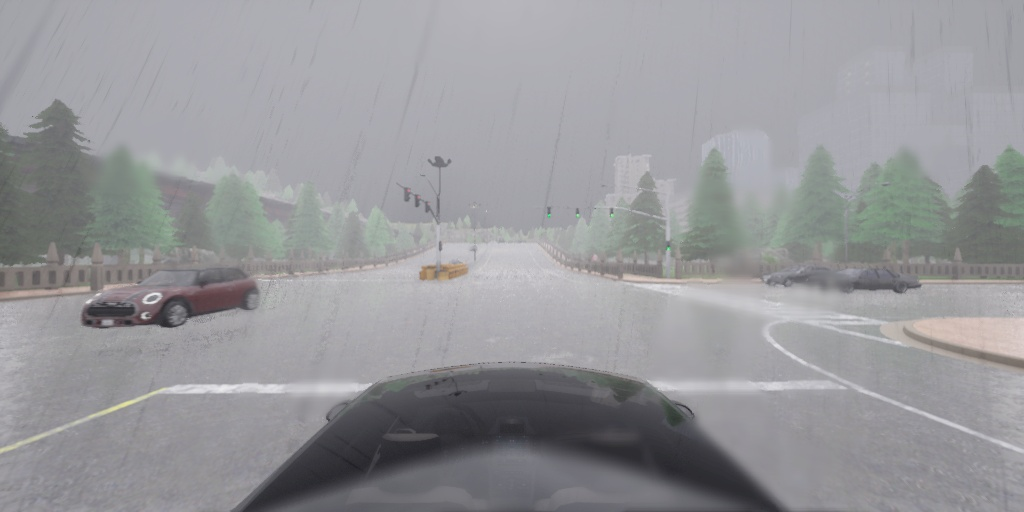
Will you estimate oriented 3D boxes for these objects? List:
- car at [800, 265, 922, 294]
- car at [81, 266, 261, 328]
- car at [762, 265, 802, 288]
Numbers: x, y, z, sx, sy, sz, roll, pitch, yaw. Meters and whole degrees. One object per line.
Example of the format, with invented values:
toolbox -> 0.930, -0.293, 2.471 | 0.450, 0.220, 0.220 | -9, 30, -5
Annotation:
car -> 20.437, 1.411, 20.904 | 5.357, 1.411, 2.033 | 0, 0, 0
car -> -10.497, 1.149, 11.558 | 2.097, 1.767, 4.553 | 0, 0, 0
car -> 19.780, 1.376, 24.387 | 4.902, 1.511, 2.128 | 0, 0, 1
